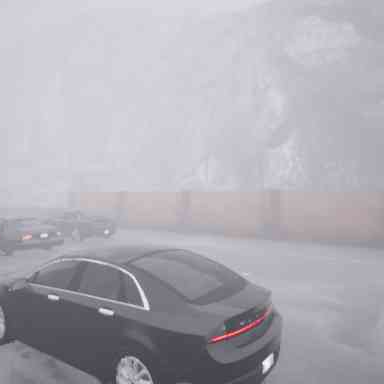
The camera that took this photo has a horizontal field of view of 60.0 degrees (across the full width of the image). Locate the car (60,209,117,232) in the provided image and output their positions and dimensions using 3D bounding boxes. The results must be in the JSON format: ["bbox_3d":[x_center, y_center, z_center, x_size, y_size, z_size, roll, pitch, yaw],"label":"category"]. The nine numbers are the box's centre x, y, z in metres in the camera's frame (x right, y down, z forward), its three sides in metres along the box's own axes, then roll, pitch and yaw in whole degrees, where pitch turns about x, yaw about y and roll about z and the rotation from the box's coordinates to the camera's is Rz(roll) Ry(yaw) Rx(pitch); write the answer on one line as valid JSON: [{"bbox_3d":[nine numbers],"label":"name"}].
[{"bbox_3d":[-5.920,1.618,16.819,4.892,1.490,1.837,0,0,36],"label":"car"}]

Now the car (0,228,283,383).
[{"bbox_3d":[-1.188,1.533,4.845,4.892,1.490,1.837,-1,0,35],"label":"car"}]

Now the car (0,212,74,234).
[{"bbox_3d":[-7.424,1.655,13.590,5.357,1.411,2.033,-1,0,36],"label":"car"}]
